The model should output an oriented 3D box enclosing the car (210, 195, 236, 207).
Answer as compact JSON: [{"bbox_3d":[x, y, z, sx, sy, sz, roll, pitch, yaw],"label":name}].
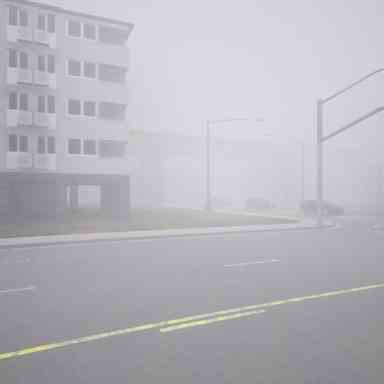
[{"bbox_3d":[4.497,1.504,52.084,1.837,1.490,4.892,0,0,-20],"label":"car"}]

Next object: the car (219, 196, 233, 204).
[{"bbox_3d":[6.803,1.547,65.876,2.033,1.411,5.357,0,0,15],"label":"car"}]

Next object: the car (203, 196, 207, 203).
[{"bbox_3d":[3.602,1.534,67.443,1.837,1.490,4.892,0,0,15],"label":"car"}]

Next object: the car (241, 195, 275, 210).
[{"bbox_3d":[8.626,1.491,42.631,2.128,1.511,4.902,0,0,-25],"label":"car"}]

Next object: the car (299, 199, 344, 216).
[{"bbox_3d":[12.926,1.505,33.439,1.837,1.490,4.892,0,0,-25],"label":"car"}]
